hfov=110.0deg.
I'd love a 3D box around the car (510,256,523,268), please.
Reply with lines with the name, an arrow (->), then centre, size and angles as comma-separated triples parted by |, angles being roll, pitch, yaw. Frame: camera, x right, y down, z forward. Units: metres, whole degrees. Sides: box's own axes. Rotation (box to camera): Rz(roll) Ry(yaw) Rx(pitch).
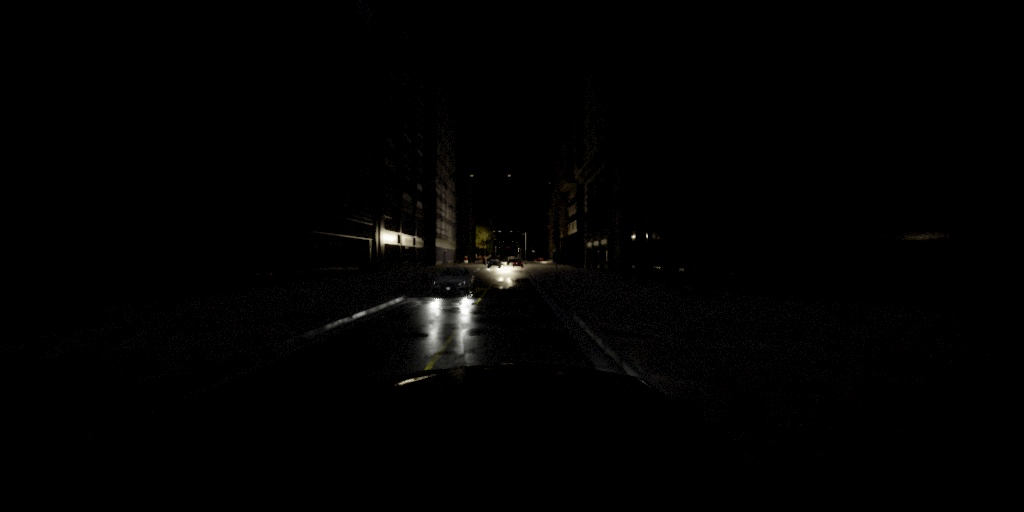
car -> 1.063, 1.312, 64.669 | 1.801, 1.575, 5.366 | 0, 0, 0

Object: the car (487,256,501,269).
car -> -3.015, 1.075, 61.395 | 2.150, 2.045, 5.566 | 0, 0, 1

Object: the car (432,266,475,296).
car -> -3.096, 1.306, 19.716 | 1.812, 1.442, 4.674 | 0, 0, 0
